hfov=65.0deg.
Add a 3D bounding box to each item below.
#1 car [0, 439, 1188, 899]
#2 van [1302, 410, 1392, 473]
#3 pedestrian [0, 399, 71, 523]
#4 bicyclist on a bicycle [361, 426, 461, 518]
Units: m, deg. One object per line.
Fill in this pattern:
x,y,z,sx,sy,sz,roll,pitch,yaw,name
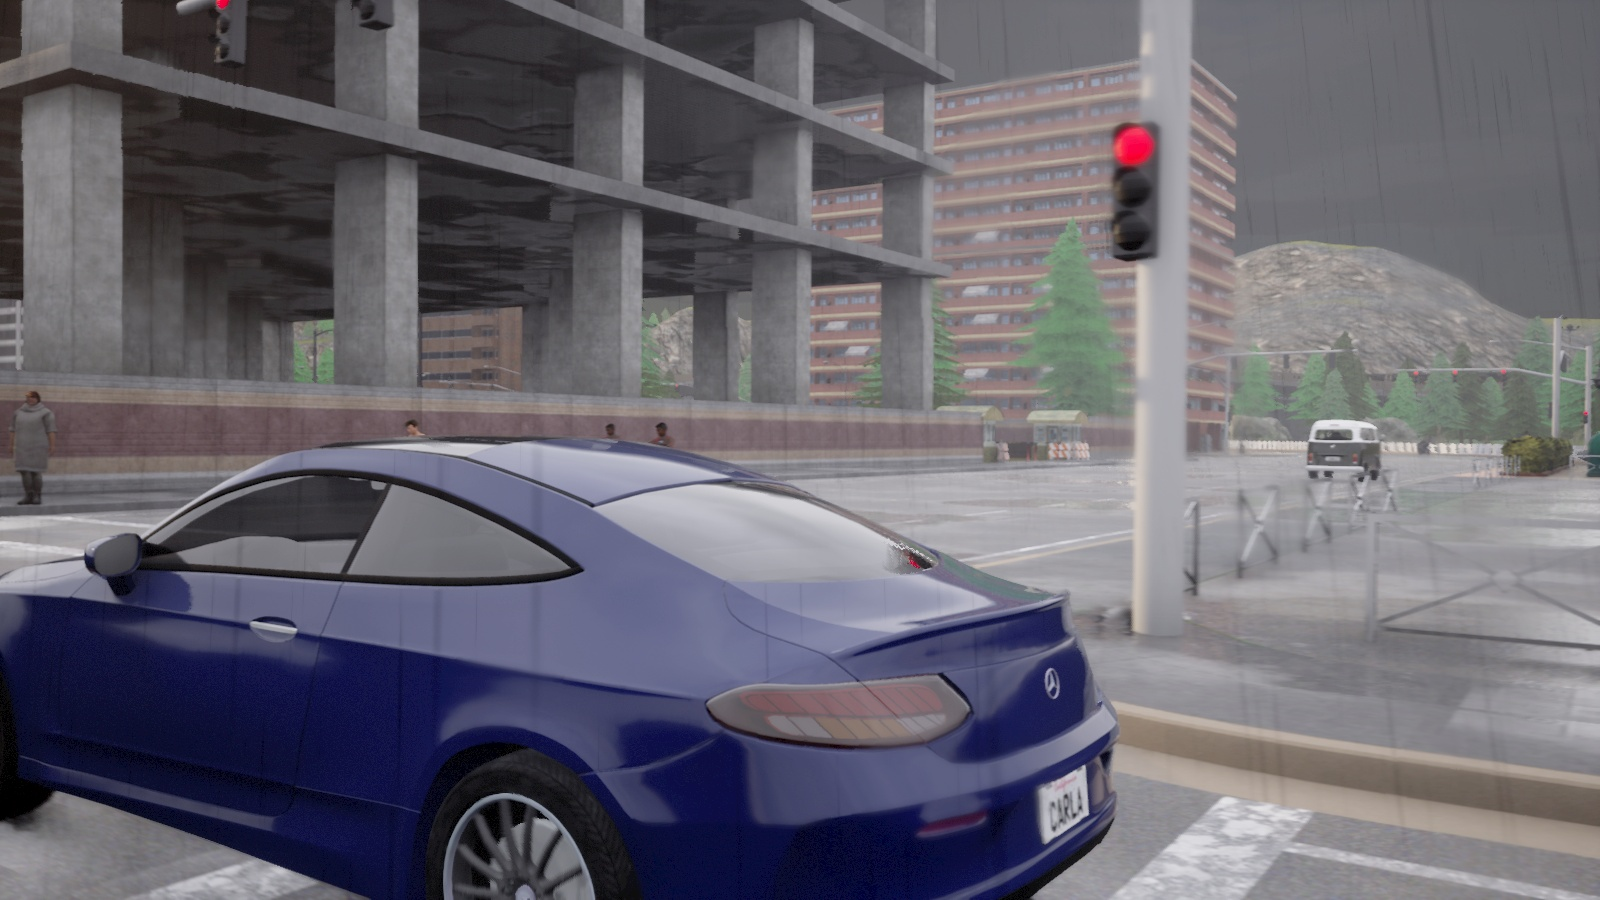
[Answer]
-1.240,0.694,4.449,4.674,1.442,1.812,0,1,34,car
18.640,-0.313,42.707,2.069,2.038,4.480,0,1,33,van
-12.358,0.171,20.296,0.659,1.952,0.873,-1,1,-4,pedestrian
-7.052,0.378,22.806,0.866,1.612,1.509,0,1,34,bicyclist on a bicycle
